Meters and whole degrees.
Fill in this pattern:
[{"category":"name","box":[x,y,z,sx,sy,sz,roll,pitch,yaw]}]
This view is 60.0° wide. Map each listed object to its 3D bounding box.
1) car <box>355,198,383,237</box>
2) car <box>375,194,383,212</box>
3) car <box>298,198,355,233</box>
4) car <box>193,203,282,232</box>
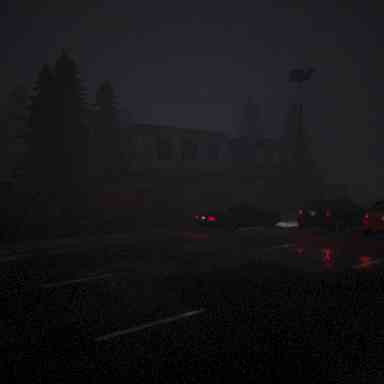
[{"category":"car","box":[9.725,1.080,14.999,4.553,1.767,2.097,-1,1,-35]},{"category":"car","box":[18.887,0.952,30.312,4.902,1.511,2.128,-1,1,-38]},{"category":"car","box":[7.800,1.079,17.923,4.553,1.767,2.097,-1,1,-35]},{"category":"car","box":[2.632,1.338,18.544,5.357,1.411,2.033,-1,1,-35]}]
